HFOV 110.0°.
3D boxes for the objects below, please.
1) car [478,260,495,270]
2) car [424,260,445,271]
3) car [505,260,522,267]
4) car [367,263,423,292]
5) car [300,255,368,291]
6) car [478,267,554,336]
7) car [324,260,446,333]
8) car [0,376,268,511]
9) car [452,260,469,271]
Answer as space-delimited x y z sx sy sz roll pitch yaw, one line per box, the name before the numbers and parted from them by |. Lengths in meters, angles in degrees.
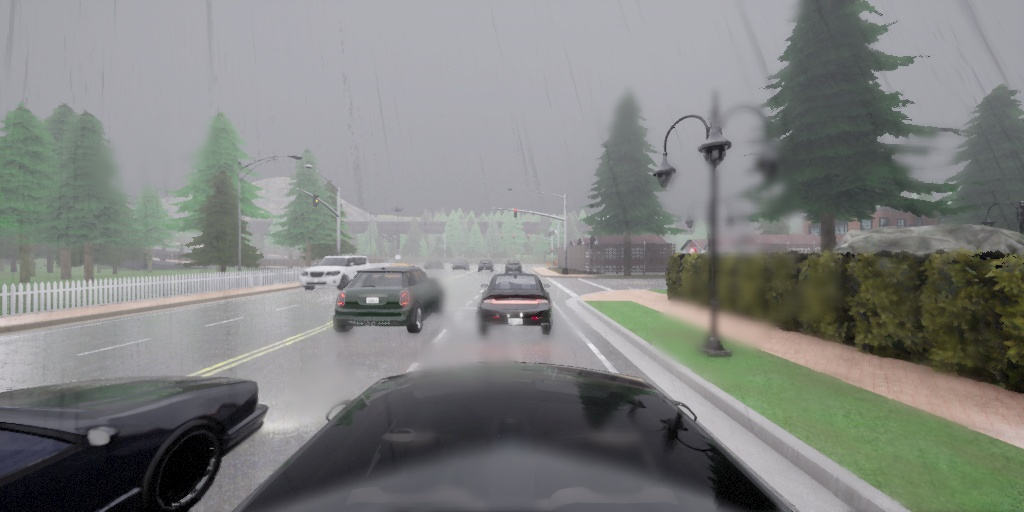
car | -3.308 1.255 46.003 1.837 1.490 4.892 0 0 0
car | -10.444 1.315 48.548 1.994 1.385 4.181 0 0 1
car | 0.184 1.241 43.135 2.128 1.511 4.902 0 0 0
car | -7.058 1.227 22.252 1.882 1.535 5.008 0 0 0
car | -10.558 0.971 22.050 2.150 2.045 5.566 0 0 0
car | 0.101 1.242 10.394 2.128 1.511 4.902 0 0 0
car | -3.395 1.102 10.876 2.097 1.767 4.553 0 0 0
car | -3.403 1.298 1.142 2.033 1.411 5.357 0 0 0
car | -6.942 1.255 48.686 1.837 1.490 4.892 0 0 1
